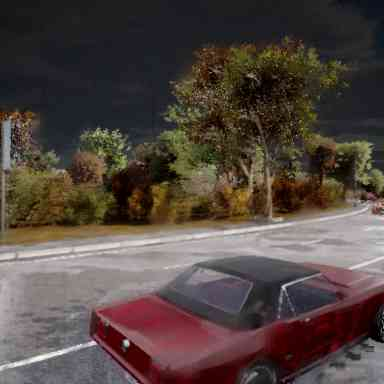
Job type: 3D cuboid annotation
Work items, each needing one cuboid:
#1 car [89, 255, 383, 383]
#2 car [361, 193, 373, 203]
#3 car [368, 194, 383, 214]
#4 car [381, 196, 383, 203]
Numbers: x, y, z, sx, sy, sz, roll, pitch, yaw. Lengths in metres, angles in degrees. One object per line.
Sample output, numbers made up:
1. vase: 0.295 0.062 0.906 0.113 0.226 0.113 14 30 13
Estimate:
1. car: 1.152 1.609 4.743 4.718 1.301 1.895 0 0 -37
2. car: 37.373 1.163 70.497 2.150 2.045 5.566 0 0 15
3. car: 19.832 1.373 34.099 2.097 1.767 4.553 0 0 36
4. car: 40.270 1.497 67.901 1.994 1.385 4.181 0 0 18
